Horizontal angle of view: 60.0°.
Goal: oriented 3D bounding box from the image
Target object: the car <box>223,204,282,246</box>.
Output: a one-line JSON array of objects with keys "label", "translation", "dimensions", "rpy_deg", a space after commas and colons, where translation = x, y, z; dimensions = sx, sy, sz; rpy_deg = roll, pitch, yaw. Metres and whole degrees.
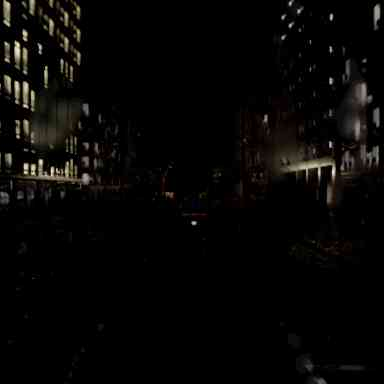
[{"label": "car", "translation": [2.691, 1.454, 14.635], "dimensions": [2.008, 1.369, 4.403], "rpy_deg": [-1, 0, 0]}]

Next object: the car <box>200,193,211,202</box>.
[{"label": "car", "translation": [2.718, 1.003, 65.786], "dimensions": [1.967, 1.590, 4.097], "rpy_deg": [-1, 0, 0]}]

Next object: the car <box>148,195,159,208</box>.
[{"label": "car", "translation": [-5.674, 1.242, 42.888], "dimensions": [1.752, 1.417, 4.829], "rpy_deg": [-1, 0, 0]}]

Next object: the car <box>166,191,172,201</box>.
[{"label": "car", "translation": [-5.661, 1.114, 65.792], "dimensions": [2.008, 1.369, 4.403], "rpy_deg": [-1, 0, 0]}]

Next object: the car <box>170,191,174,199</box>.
[{"label": "car", "translation": [-5.655, 0.926, 77.158], "dimensions": [1.967, 1.590, 4.097], "rpy_deg": [-1, 0, 0]}]

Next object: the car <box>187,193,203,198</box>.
[{"label": "car", "translation": [0.124, 1.228, 37.754], "dimensions": [1.882, 1.535, 5.008], "rpy_deg": [0, 0, 0]}]

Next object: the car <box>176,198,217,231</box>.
[{"label": "car", "translation": [0.111, 1.363, 19.478], "dimensions": [2.128, 1.511, 4.902], "rpy_deg": [0, 0, 0]}]

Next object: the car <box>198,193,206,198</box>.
[{"label": "car", "translation": [2.733, 0.959, 88.521], "dimensions": [2.008, 1.369, 4.403], "rpy_deg": [-1, 0, 0]}]

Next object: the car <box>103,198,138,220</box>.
[{"label": "car", "translation": [-5.683, 1.410, 26.007], "dimensions": [1.802, 1.307, 4.206], "rpy_deg": [-1, 0, 0]}]

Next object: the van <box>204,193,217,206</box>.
[{"label": "van", "translation": [2.708, 1.019, 48.735], "dimensions": [1.690, 1.788, 3.998], "rpy_deg": [-1, 0, 0]}]

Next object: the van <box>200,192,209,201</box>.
[{"label": "van", "translation": [2.720, 0.866, 71.469], "dimensions": [1.690, 1.788, 3.998], "rpy_deg": [-1, 0, 0]}]

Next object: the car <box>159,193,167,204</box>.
[{"label": "car", "translation": [-5.668, 1.206, 54.425], "dimensions": [1.947, 1.339, 4.313], "rpy_deg": [-1, 0, 0]}]

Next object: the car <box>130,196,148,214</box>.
[{"label": "car", "translation": [-5.681, 1.231, 31.689], "dimensions": [1.967, 1.590, 4.097], "rpy_deg": [-1, 0, 0]}]

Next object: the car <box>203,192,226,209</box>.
[{"label": "car", "translation": [2.701, 1.068, 37.368], "dimensions": [2.192, 1.841, 5.009], "rpy_deg": [-1, 0, 0]}]

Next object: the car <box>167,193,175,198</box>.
[{"label": "car", "translation": [-5.648, 0.991, 88.526], "dimensions": [1.802, 1.307, 4.206], "rpy_deg": [-1, 0, 0]}]

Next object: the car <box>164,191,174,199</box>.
[{"label": "car", "translation": [-5.654, 0.762, 82.841], "dimensions": [2.192, 1.841, 5.009], "rpy_deg": [-1, 0, 0]}]

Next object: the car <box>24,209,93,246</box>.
[{"label": "car", "translation": [-5.690, 1.454, 14.639], "dimensions": [2.008, 1.369, 4.403], "rpy_deg": [-1, 0, 0]}]
